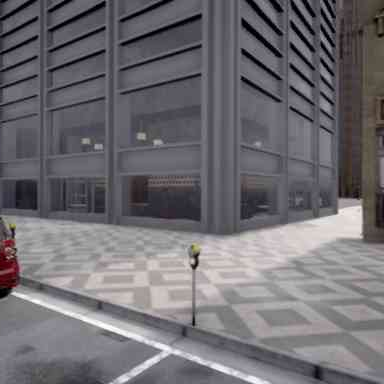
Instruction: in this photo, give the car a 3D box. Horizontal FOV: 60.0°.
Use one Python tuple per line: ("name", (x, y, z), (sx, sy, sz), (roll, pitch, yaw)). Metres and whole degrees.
("car", (-5.585, 1.268, 6.951), (5.009, 1.841, 2.192), (0, 0, 36))
